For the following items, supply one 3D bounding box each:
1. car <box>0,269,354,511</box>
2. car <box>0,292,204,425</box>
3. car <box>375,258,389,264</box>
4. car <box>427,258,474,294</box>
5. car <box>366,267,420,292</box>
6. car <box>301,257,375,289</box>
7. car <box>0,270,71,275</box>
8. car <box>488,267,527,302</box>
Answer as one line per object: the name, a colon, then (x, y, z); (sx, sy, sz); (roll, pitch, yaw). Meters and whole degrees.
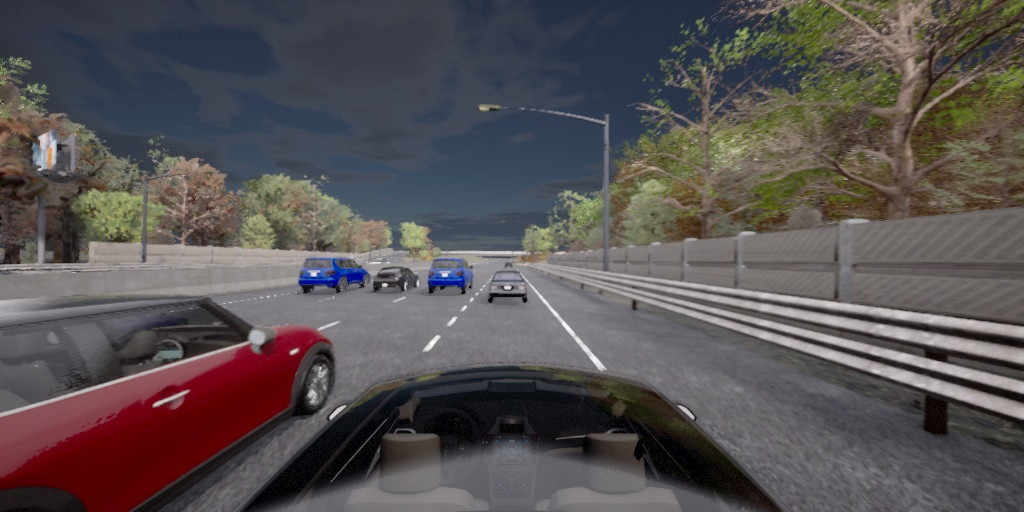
car: (-3.468, 1.096, 3.143); (2.097, 1.767, 4.553); (0, -1, -1)
car: (-6.983, 1.339, 4.672); (1.895, 1.301, 4.718); (0, -1, -1)
car: (-21.621, 1.412, 57.993); (2.150, 2.045, 5.566); (0, -1, 0)
car: (-3.650, 1.139, 22.016); (2.150, 2.045, 5.566); (0, -1, -1)
car: (-7.159, 1.408, 22.558); (1.837, 1.490, 4.892); (0, -1, -1)
car: (-10.652, 1.099, 21.899); (2.150, 2.045, 5.566); (0, -1, -1)
car: (-21.292, 1.363, 15.867); (1.895, 1.301, 4.718); (0, -1, -1)
car: (-0.217, 1.448, 18.114); (2.033, 1.411, 5.357); (0, -1, -1)
